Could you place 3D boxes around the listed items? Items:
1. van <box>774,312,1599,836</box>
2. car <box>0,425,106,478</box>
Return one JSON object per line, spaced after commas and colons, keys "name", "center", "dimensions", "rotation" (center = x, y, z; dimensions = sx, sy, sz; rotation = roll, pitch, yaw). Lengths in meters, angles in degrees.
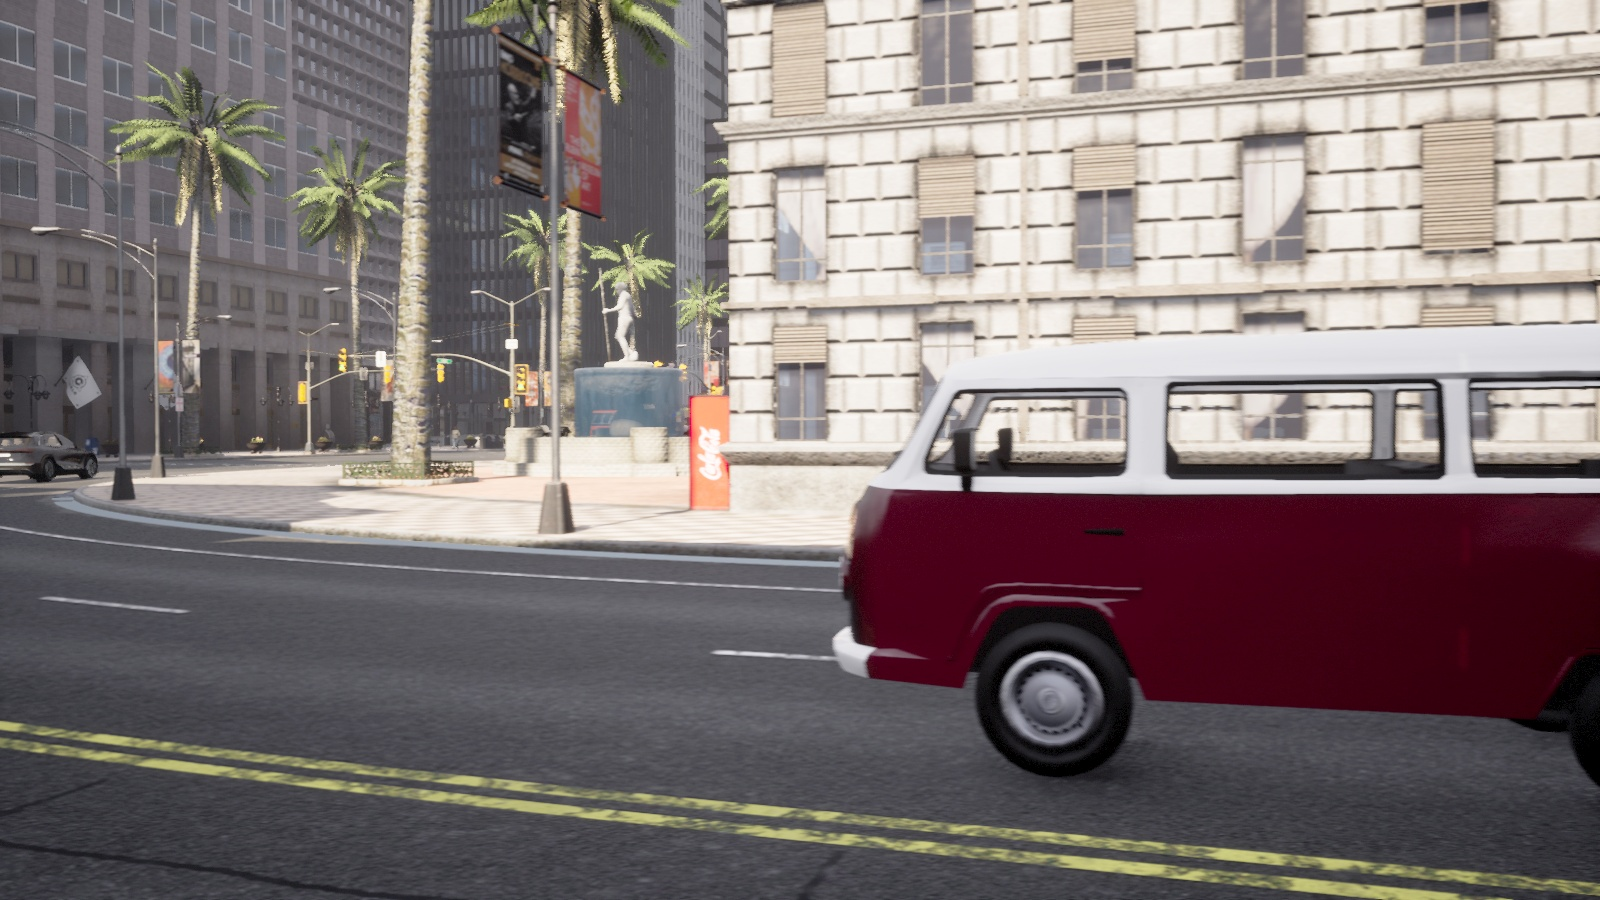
{"name": "van", "center": [2.313, 0.461, 6.161], "dimensions": [4.480, 2.038, 2.069], "rotation": [0, 1, 15]}
{"name": "car", "center": [-24.926, 0.006, 41.173], "dimensions": [2.033, 1.649, 4.856], "rotation": [0, 1, -6]}
